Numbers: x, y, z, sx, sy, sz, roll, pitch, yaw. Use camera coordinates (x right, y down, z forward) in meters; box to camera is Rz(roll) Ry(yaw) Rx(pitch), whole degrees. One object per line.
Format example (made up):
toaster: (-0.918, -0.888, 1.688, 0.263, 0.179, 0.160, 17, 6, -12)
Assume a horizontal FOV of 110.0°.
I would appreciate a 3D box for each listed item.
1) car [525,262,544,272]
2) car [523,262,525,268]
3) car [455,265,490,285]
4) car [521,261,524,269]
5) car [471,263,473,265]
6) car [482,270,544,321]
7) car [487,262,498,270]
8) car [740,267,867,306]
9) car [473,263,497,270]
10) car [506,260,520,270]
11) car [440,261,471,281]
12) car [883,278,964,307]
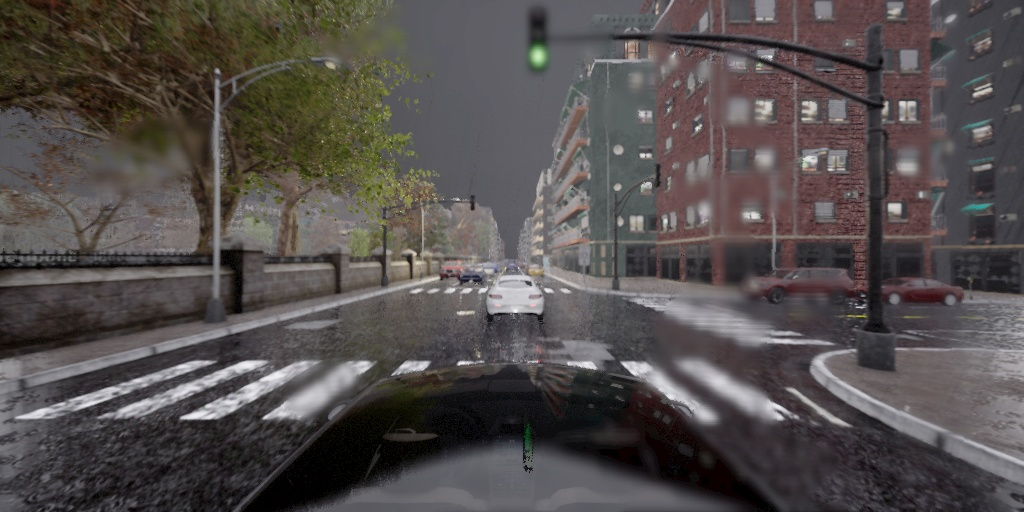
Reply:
car: (2.700, 1.653, 40.728, 1.751, 1.417, 4.829, 0, 0, 0)
car: (2.702, 1.728, 46.092, 1.888, 1.381, 4.507, 0, 0, 0)
car: (-3.087, 1.614, 29.148, 1.895, 1.301, 4.718, 0, -1, 0)
car: (2.703, 1.790, 51.628, 2.007, 1.370, 4.403, 0, 0, 0)
car: (-5.679, 1.623, 46.094, 1.967, 1.591, 4.097, 0, 0, 0)
car: (0.104, 1.381, 12.835, 1.812, 1.442, 4.674, 0, -1, 0)
car: (-3.057, 1.732, 53.005, 1.882, 1.535, 5.008, 0, 0, 0)
car: (14.603, 1.497, 18.433, 5.009, 1.841, 2.192, 0, 0, 0)
car: (-3.075, 1.732, 40.895, 1.895, 1.301, 4.718, 0, -1, 0)
car: (0.016, 1.855, 60.345, 1.812, 1.442, 4.674, 0, -1, 0)
car: (-5.681, 1.387, 35.024, 2.192, 1.841, 5.009, 0, 0, 0)
car: (20.298, 1.830, 18.448, 4.507, 1.381, 1.888, 0, 0, 0)
